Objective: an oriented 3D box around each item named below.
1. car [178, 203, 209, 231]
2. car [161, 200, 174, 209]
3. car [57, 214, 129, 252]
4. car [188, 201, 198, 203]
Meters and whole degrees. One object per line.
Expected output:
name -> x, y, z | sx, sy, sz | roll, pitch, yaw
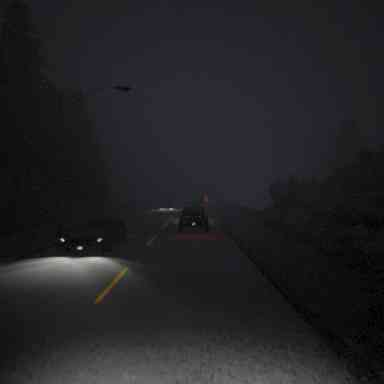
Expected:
car -> 0.105, 1.711, 22.256 | 2.128, 1.511, 4.902 | 0, 0, 0
car -> -4.023, 2.108, 55.619 | 1.994, 1.385, 4.181 | 0, -1, 1
car -> -4.096, 1.694, 14.810 | 2.033, 1.411, 5.357 | 0, -1, 0
car -> 0.111, 1.937, 45.379 | 2.128, 1.511, 4.902 | 0, 0, 0
